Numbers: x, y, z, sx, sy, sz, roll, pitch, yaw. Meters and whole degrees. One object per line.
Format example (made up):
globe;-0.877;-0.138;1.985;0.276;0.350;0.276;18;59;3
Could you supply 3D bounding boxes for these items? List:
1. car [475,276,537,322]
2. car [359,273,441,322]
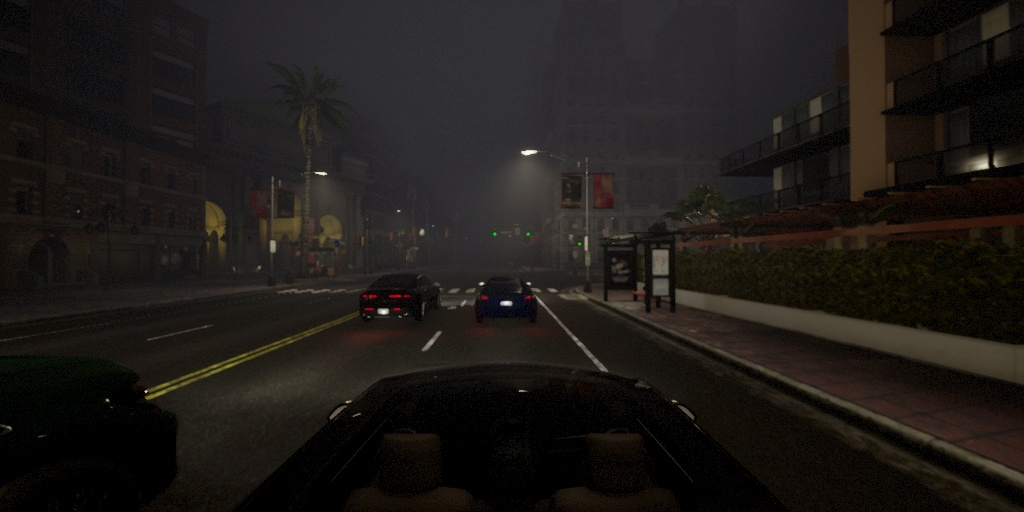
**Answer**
car;-0.230;1.404;12.770;1.994;1.385;4.181;0;0;-2
car;-3.730;1.346;12.628;1.837;1.490;4.892;0;0;-2
